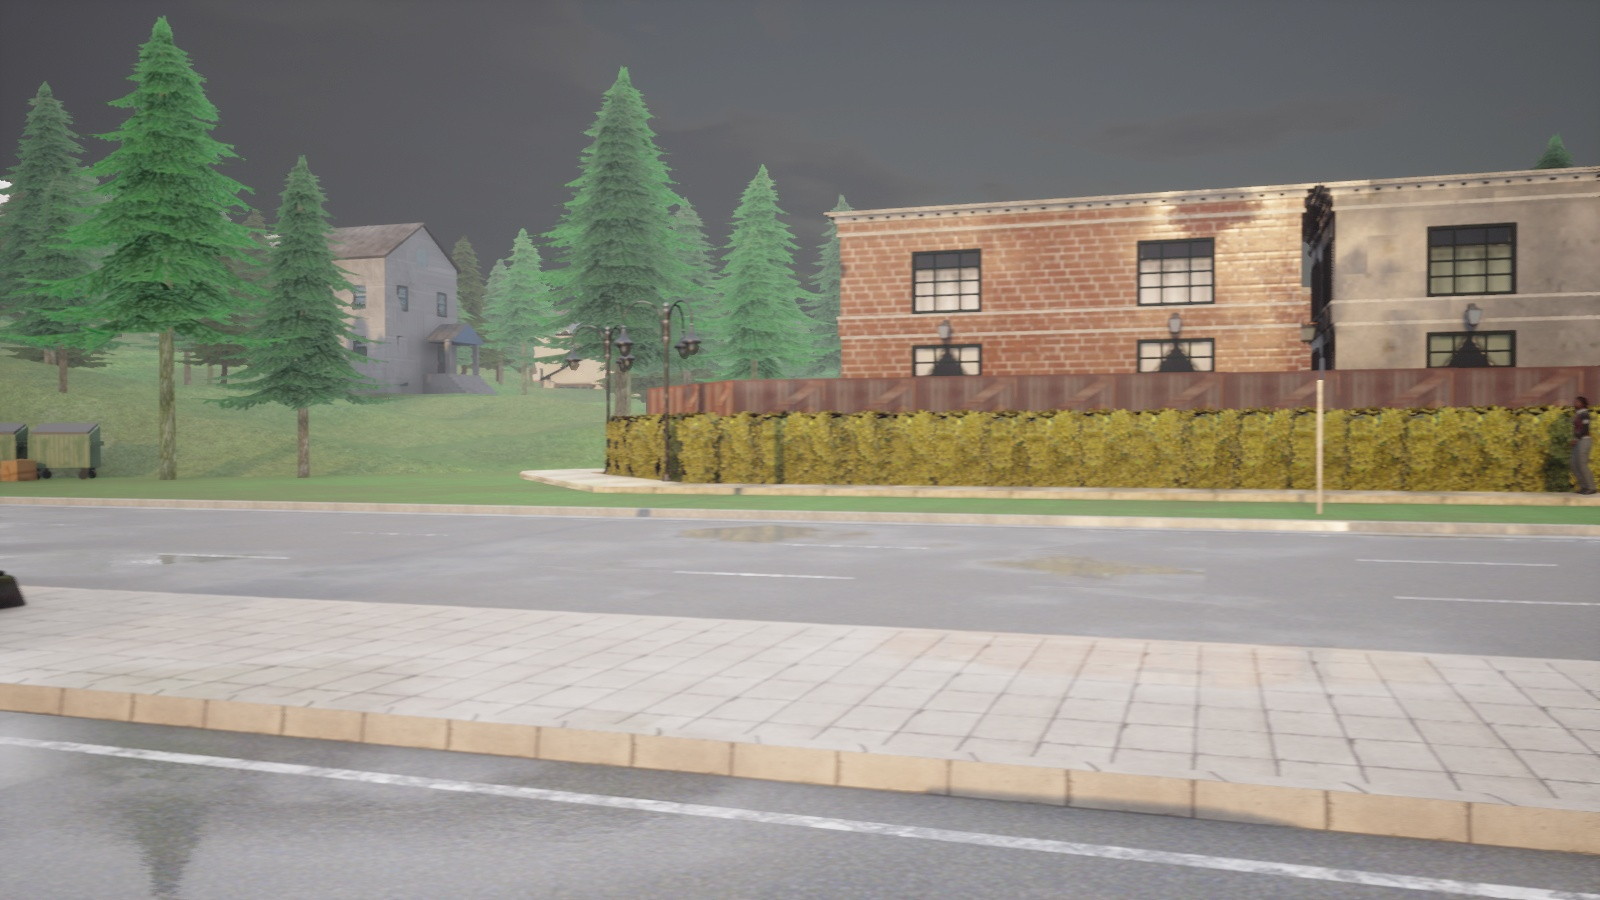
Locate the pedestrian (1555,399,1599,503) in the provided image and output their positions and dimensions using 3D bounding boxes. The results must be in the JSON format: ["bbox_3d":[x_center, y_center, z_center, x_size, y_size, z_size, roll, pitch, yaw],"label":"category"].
[{"bbox_3d":[14.547,0.015,23.449,0.666,1.930,0.402,1,1,19],"label":"pedestrian"}]
